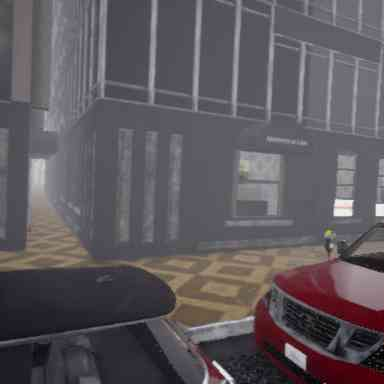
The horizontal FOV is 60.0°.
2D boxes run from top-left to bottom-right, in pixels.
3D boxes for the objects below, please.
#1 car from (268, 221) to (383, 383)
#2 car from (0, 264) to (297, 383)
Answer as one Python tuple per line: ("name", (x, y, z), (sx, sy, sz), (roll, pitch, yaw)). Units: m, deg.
("car", (3.245, 1.267, 4.205), (5.009, 1.841, 2.192), (1, 3, -26))
("car", (-1.761, 1.279, 1.786), (4.097, 1.590, 1.967), (1, 3, -26))
